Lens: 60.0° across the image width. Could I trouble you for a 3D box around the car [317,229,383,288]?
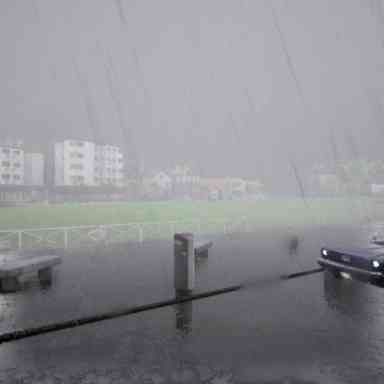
[{"bbox_3d":[5.589,1.605,8.495,4.718,1.301,1.895,0,0,-22],"label":"car"}]
